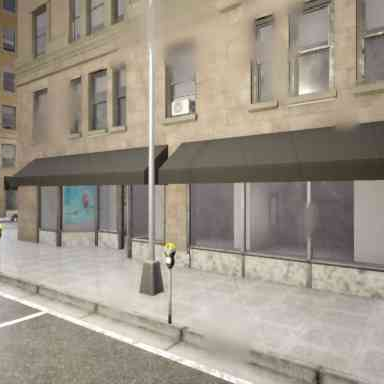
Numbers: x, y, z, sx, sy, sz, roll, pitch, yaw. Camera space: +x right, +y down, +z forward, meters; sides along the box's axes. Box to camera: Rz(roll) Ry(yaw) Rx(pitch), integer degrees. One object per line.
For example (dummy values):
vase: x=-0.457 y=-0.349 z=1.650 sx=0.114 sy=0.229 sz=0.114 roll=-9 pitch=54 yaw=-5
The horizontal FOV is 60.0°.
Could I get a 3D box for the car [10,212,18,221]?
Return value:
car: x=-11.158 y=1.636 z=26.110 sx=2.033 sy=1.411 sz=5.357 roll=0 pitch=0 yaw=36
